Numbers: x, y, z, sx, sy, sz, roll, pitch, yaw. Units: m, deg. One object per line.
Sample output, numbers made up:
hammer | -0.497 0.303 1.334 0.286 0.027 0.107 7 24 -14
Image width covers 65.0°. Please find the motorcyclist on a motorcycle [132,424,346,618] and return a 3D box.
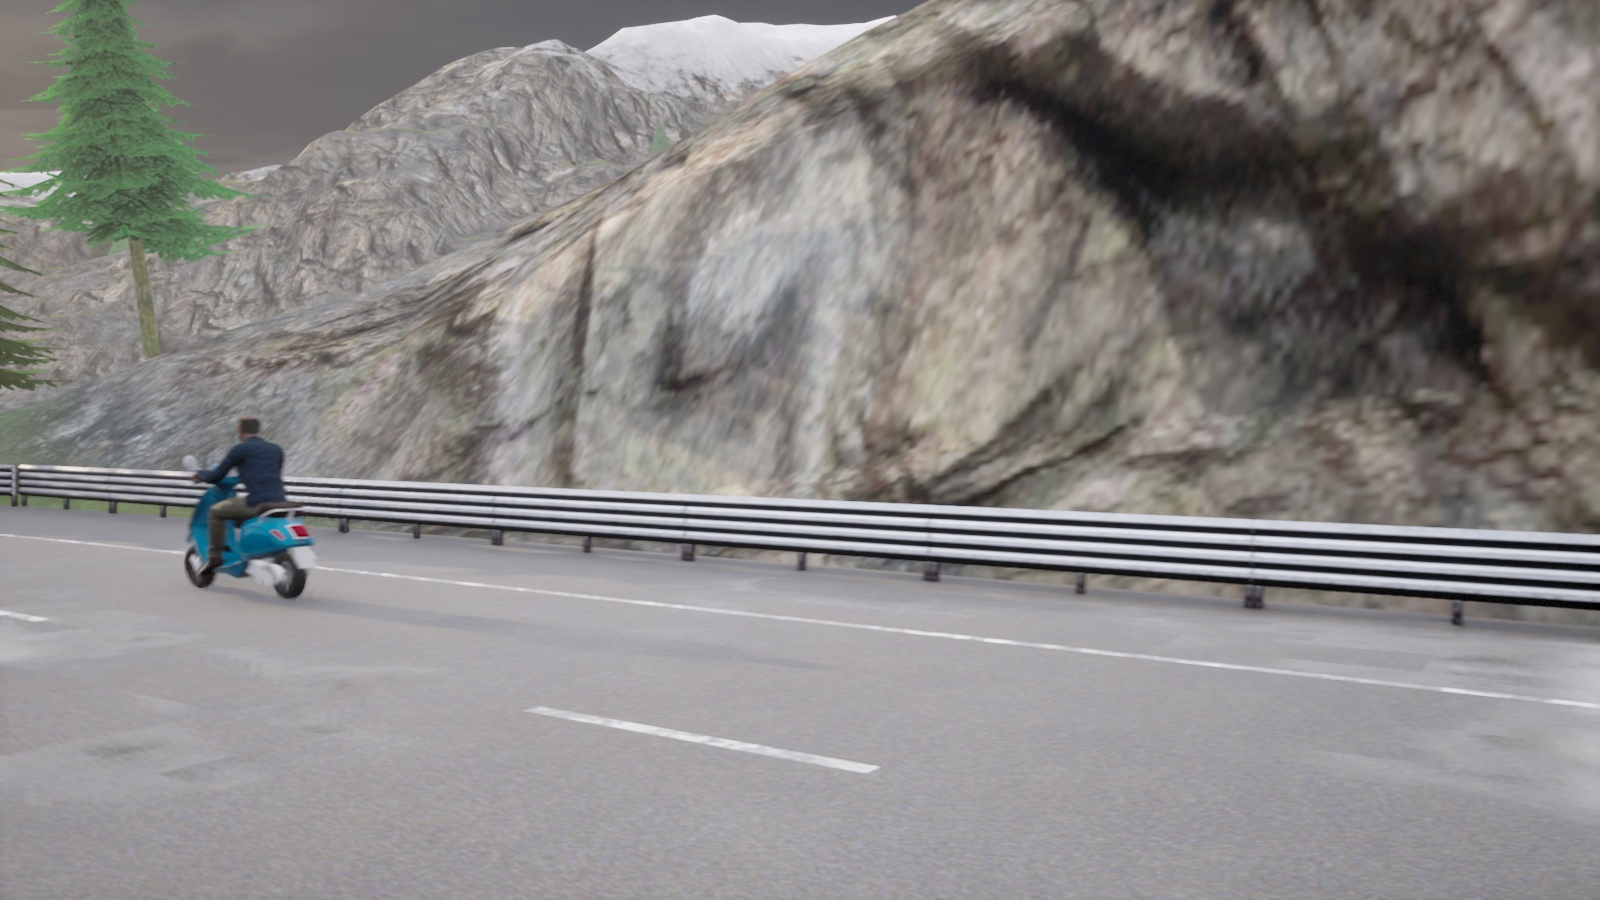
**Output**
motorcyclist on a motorcycle | -4.989 0.578 11.140 1.817 1.590 0.866 0 1 34
